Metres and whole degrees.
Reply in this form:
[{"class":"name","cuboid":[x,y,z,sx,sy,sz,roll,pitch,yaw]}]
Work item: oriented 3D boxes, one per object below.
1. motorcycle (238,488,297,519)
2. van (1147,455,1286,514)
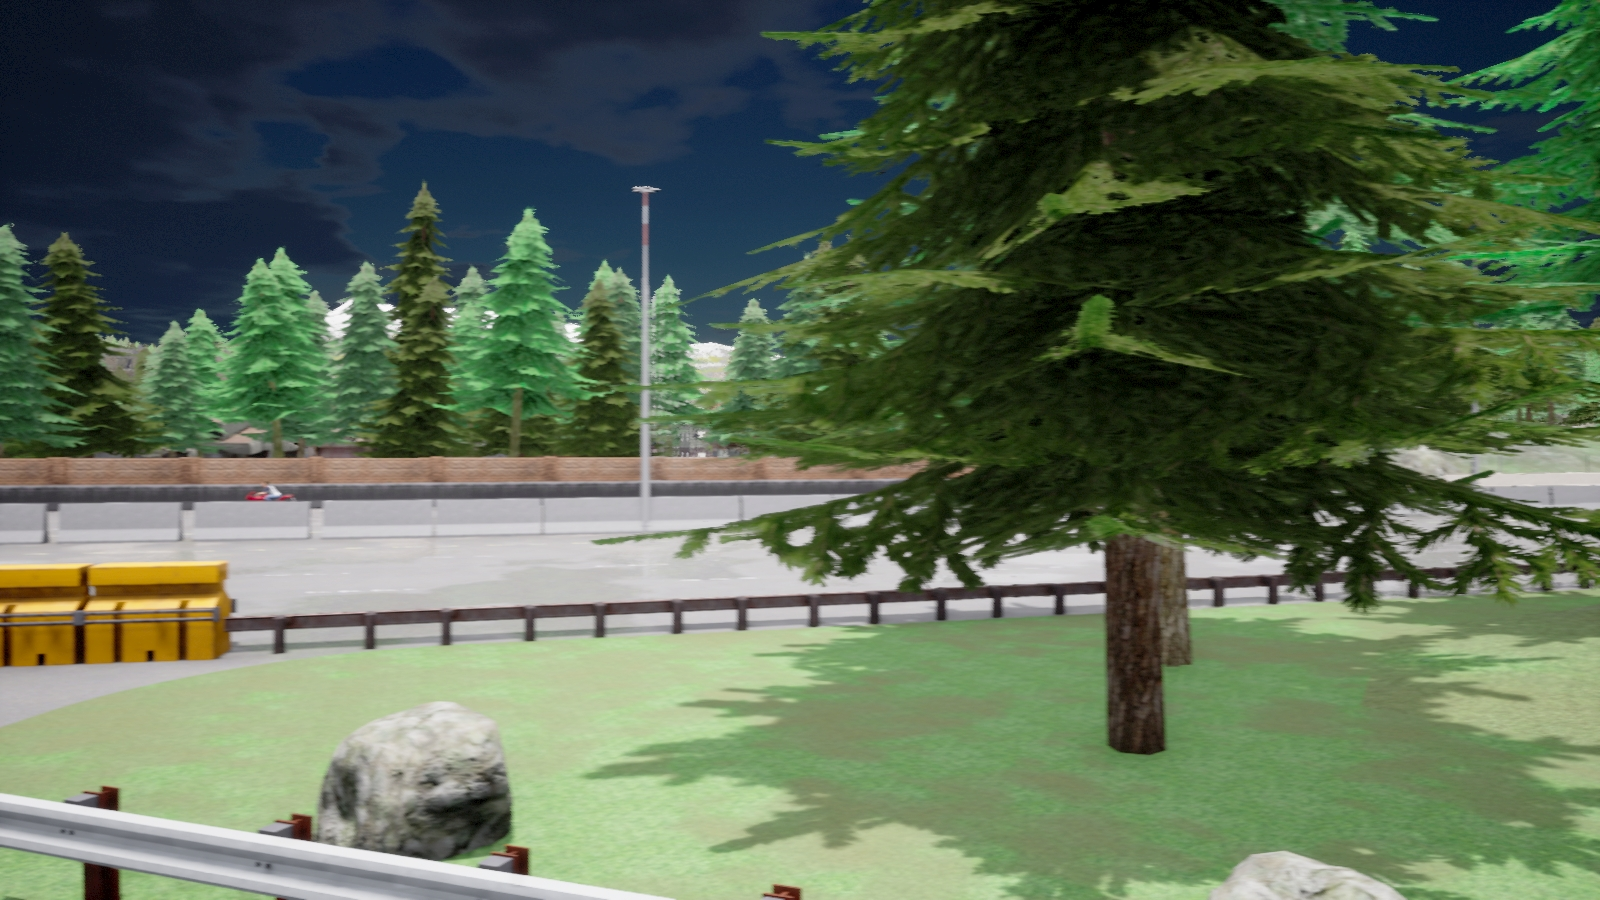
[{"class":"motorcycle","cuboid":[-21.653,2.158,46.496,2.033,1.217,0.803,0,-2,-13]},{"class":"van","cuboid":[18.720,1.506,51.349,5.915,2.561,1.988,0,0,-18]}]
